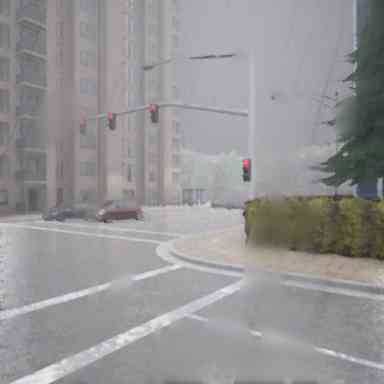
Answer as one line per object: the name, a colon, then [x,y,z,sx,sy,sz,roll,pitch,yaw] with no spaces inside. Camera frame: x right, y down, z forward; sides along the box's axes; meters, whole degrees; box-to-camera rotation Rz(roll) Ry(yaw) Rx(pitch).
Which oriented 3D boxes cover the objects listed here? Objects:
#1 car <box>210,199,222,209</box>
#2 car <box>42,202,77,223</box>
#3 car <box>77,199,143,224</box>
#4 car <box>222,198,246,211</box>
car: [4.614,1.563,45.107,2.033,1.411,5.357,0,0,37]
car: [-9.307,1.540,26.074,1.812,1.442,4.674,0,0,36]
car: [-5.792,1.365,24.873,2.097,1.767,4.553,0,0,35]
car: [5.921,1.577,40.991,1.994,1.385,4.181,0,0,36]
